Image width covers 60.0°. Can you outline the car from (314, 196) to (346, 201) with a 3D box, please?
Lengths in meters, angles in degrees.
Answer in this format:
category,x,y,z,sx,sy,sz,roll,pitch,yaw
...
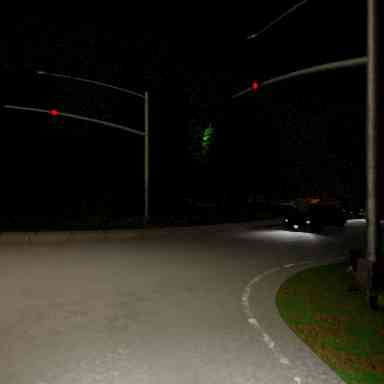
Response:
category,x,y,z,sx,sy,sz,roll,pitch,yaw
car,16.643,1.451,40.406,1.882,1.535,5.008,0,0,8

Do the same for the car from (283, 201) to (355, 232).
category,x,y,z,sx,sy,sz,roll,pitch,yaw
car,7.612,1.521,20.126,5.357,1.411,2.033,0,0,-44

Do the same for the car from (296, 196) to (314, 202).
category,x,y,z,sx,sy,sz,roll,pitch,yaw
car,19.575,1.451,56.096,1.882,1.535,5.008,0,0,-16

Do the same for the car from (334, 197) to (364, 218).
category,x,y,z,sx,sy,sz,roll,pitch,yaw
car,13.911,1.480,29.417,1.837,1.490,4.892,0,0,22
